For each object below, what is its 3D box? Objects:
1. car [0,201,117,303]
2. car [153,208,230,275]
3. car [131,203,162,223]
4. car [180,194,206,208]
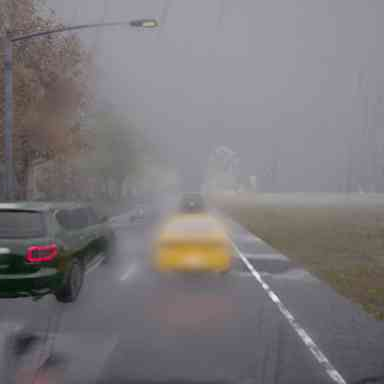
[{"bbox_3d":[-3.454,1.227,8.309,2.150,2.045,5.566,0,0,-1],"label":"car"},{"bbox_3d":[0.061,1.481,10.448,1.882,1.535,5.008,0,0,0],"label":"car"},{"bbox_3d":[-3.432,1.558,25.665,2.033,1.411,5.357,0,0,0],"label":"car"},{"bbox_3d":[0.089,1.233,29.755,2.150,2.045,5.566,0,0,0],"label":"car"}]
